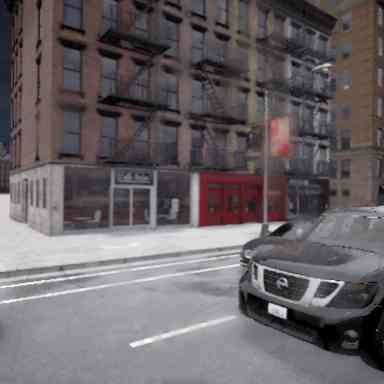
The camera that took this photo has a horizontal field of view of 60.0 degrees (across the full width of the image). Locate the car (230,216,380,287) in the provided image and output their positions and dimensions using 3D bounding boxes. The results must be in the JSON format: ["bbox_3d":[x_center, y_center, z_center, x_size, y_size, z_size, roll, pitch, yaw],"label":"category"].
[{"bbox_3d":[3.626,1.602,10.244,4.892,1.490,1.837,1,0,-35],"label":"car"}]

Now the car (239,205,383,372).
[{"bbox_3d":[3.408,1.291,6.099,5.566,2.045,2.150,1,-1,-35],"label":"car"}]
